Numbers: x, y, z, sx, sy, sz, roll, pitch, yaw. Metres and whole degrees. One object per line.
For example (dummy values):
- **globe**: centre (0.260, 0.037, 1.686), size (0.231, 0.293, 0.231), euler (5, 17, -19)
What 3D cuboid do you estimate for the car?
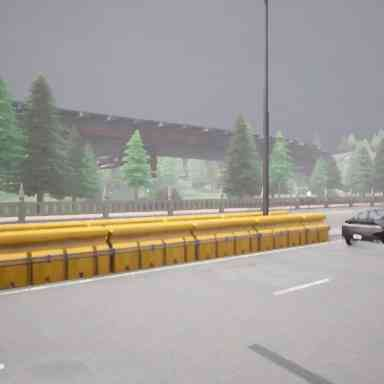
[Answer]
- **car**: centre (8.269, 1.495, 14.066), size (4.902, 1.511, 2.128), euler (0, 0, -35)
